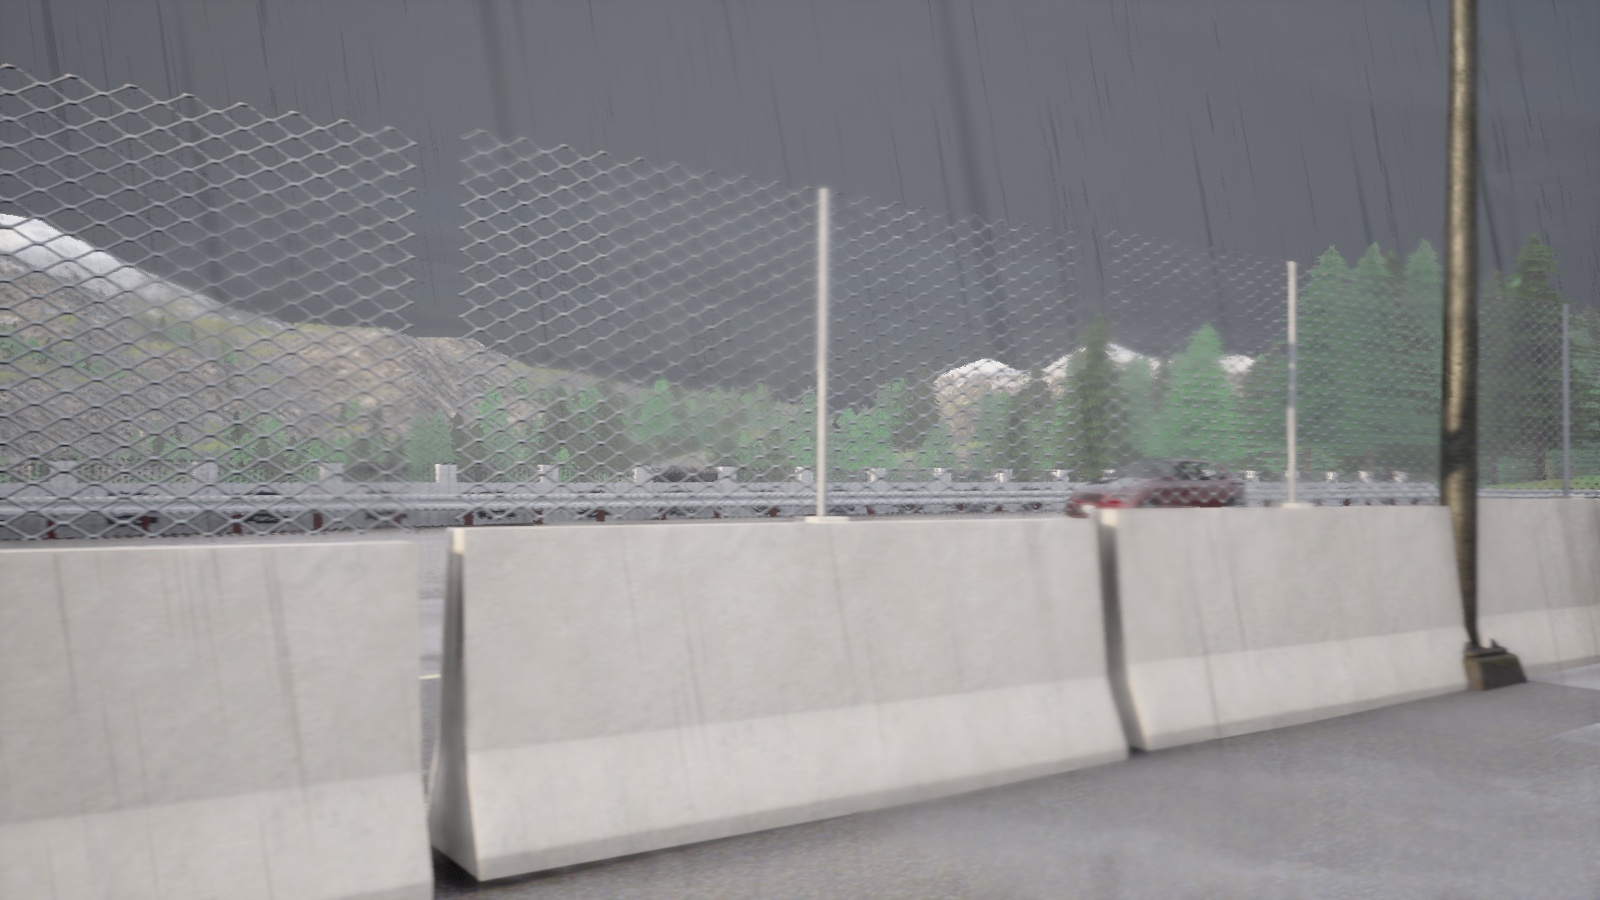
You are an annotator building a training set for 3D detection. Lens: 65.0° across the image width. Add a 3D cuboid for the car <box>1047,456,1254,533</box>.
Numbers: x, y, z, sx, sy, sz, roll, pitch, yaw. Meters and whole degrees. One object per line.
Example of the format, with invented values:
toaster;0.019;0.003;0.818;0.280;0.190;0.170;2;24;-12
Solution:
car;7.221;0.860;25.741;4.193;1.474;1.816;0;0;-35
